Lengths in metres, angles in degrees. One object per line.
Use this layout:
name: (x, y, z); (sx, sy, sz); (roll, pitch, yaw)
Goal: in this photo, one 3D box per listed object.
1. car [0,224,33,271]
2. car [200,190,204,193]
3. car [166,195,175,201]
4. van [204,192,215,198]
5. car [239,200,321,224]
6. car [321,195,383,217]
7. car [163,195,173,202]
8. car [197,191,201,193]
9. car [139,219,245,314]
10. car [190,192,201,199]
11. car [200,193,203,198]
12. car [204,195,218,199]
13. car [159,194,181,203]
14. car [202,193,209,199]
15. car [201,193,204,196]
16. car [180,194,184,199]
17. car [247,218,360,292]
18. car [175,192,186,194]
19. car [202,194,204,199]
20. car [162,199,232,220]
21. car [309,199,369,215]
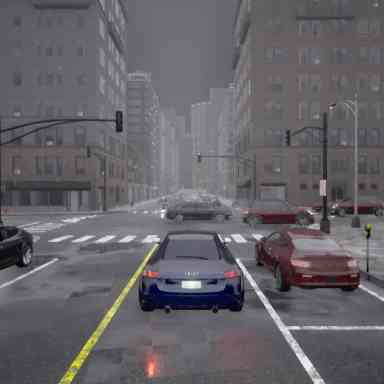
car: (-5.766, 1.564, 8.648); (1.947, 1.339, 4.313); (0, 0, 0)
car: (3.728, 0.936, 86.033); (2.150, 2.045, 5.566); (0, 0, 0)
car: (-5.198, 1.347, 79.249); (1.802, 1.307, 4.206); (0, 0, 0)
van: (3.084, 1.249, 51.406); (1.690, 1.788, 3.998); (0, 0, 0)
car: (5.378, 1.277, 21.224); (4.553, 1.767, 2.097); (-1, 0, 0)
car: (13.551, 1.124, 27.894); (4.553, 1.767, 2.097); (-1, 0, 0)
car: (-5.246, 1.356, 73.696); (2.008, 1.369, 4.403); (0, 0, 0)
car: (0.606, 1.086, 84.294); (2.128, 1.511, 4.902); (0, 0, 0)
car: (0.003, 1.562, 7.725); (1.994, 1.385, 4.181); (0, 0, 0)
car: (0.520, 1.318, 74.294); (1.812, 1.442, 4.674); (0, 0, 0)
car: (3.279, 1.388, 73.620); (1.802, 1.307, 4.206); (0, 0, 0)
car: (3.037, 1.507, 45.855); (1.802, 1.307, 4.206); (0, 0, 0)
car: (-2.835, 1.436, 43.830); (1.837, 1.490, 4.892); (0, 0, 2)
car: (3.821, 1.143, 93.004); (1.882, 1.535, 5.008); (0, 0, 0)
car: (3.231, 1.424, 68.064); (1.802, 1.307, 4.206); (0, 0, 0)
car: (-2.749, 1.426, 53.735); (1.812, 1.442, 4.674); (0, 0, 0)
car: (2.760, 1.580, 8.646); (1.802, 1.307, 4.206); (0, 0, 0)
car: (-2.617, 1.353, 64.124); (2.128, 1.511, 4.902); (0, 0, 1)
car: (3.132, 1.436, 56.958); (1.887, 1.381, 4.507); (0, 0, 0)
car: (0.492, 1.488, 24.492); (4.892, 1.490, 1.837); (-1, 0, 0)
car: (13.660, 1.355, 31.144); (4.718, 1.301, 1.895); (-1, 0, 0)
